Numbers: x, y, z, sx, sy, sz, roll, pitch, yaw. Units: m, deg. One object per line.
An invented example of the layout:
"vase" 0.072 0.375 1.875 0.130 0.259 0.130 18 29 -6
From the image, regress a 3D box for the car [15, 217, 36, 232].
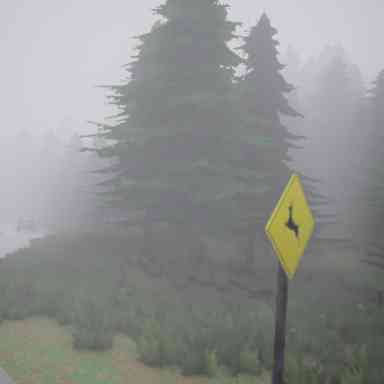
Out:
"car" -18.348 3.518 36.686 2.128 1.511 4.902 2 -4 -30
